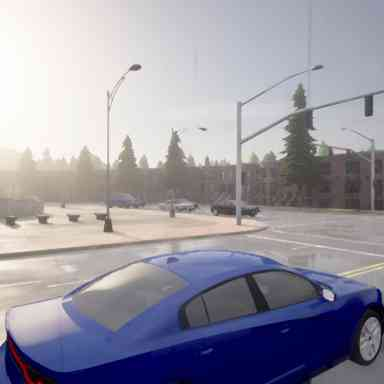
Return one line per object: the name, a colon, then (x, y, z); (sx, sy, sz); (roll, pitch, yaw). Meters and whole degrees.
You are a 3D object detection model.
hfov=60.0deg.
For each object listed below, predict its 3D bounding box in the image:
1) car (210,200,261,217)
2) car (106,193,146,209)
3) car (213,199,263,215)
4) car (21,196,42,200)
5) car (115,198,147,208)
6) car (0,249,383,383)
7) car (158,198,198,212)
car: (3.772, 1.478, 30.569); (1.882, 1.535, 5.008); (0, 0, -36)
car: (-9.472, 1.221, 45.603); (5.566, 2.045, 2.150); (0, 0, 36)
car: (4.734, 1.547, 35.216); (2.033, 1.411, 5.357); (0, 0, -36)
car: (-29.909, 1.505, 60.665); (4.892, 1.490, 1.837); (0, 0, 5)
car: (-9.102, 1.601, 49.599); (4.718, 1.301, 1.895); (0, 0, 34)
car: (0.462, 1.478, 4.126); (5.008, 1.535, 1.882); (0, 0, -35)
car: (-1.827, 1.601, 38.048); (1.895, 1.301, 4.718); (0, 0, -39)
